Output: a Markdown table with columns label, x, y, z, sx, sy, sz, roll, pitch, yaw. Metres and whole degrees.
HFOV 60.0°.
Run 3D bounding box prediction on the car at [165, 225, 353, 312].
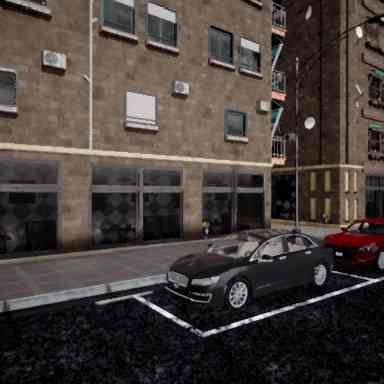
| label | x | y | z | sx | sy | sz | roll | pitch | yaw |
| --- | --- | --- | --- | --- | --- | --- | --- | --- | --- |
| car | 1.478 | 1.549 | 7.612 | 4.403 | 1.369 | 2.008 | 0 | 0 | -36 |

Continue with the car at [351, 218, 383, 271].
| label | x | y | z | sx | sy | sz | roll | pitch | yaw |
| --- | --- | --- | --- | --- | --- | --- | --- | --- | --- |
| car | 6.066 | 1.541 | 10.885 | 4.507 | 1.381 | 1.887 | 0 | 0 | -36 |
